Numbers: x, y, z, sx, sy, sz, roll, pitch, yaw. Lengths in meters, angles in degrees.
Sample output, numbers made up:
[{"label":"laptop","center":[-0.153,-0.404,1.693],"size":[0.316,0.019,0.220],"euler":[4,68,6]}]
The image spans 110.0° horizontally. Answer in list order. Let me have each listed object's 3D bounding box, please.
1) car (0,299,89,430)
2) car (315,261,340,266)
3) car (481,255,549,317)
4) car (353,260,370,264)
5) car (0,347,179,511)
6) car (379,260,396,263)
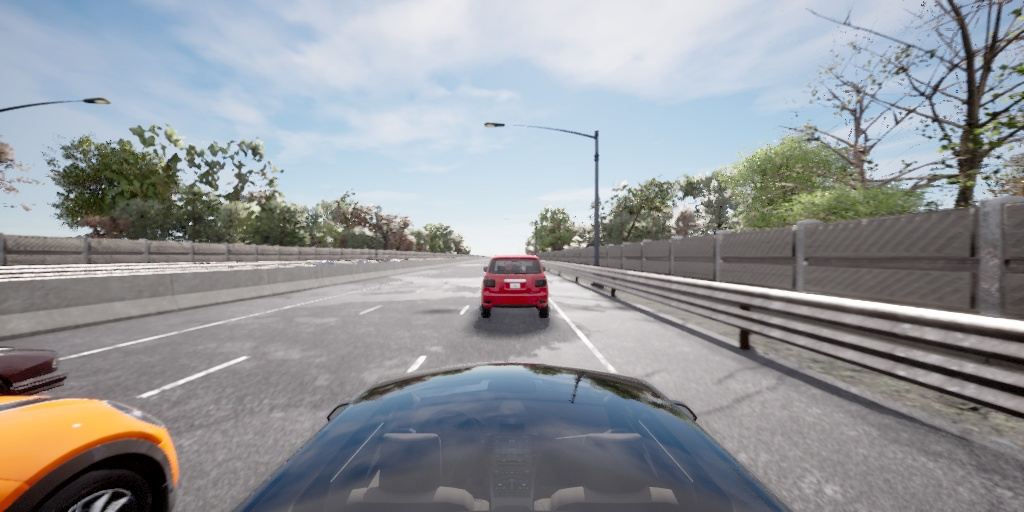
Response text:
[{"label":"car","center":[-6.900,1.297,2.302],"size":[2.033,1.411,5.357],"euler":[0,0,0]},{"label":"car","center":[-24.591,1.339,47.886],"size":[1.994,1.385,4.181],"euler":[0,0,0]},{"label":"car","center":[0.094,0.978,13.322],"size":[2.150,2.045,5.566],"euler":[0,0,0]},{"label":"car","center":[-21.087,1.324,50.480],"size":[2.033,1.411,5.357],"euler":[0,0,0]},{"label":"car","center":[-3.402,1.101,0.609],"size":[2.097,1.767,4.553],"euler":[0,0,0]},{"label":"car","center":[-17.591,1.268,50.713],"size":[2.128,1.511,4.902],"euler":[0,0,0]}]
